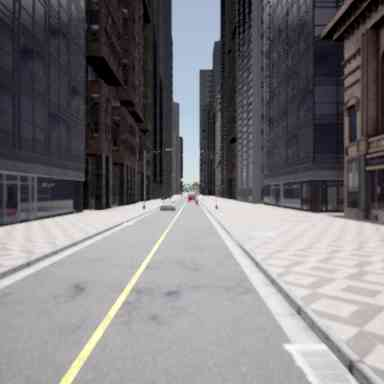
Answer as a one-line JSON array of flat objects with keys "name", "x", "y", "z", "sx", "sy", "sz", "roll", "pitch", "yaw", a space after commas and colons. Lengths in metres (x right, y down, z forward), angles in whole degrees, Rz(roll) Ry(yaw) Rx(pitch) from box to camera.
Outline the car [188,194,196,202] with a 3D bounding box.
[{"name": "car", "x": 0.036, "y": 1.517, "z": 85.271, "sx": 2.150, "sy": 2.045, "sz": 5.566, "roll": 0, "pitch": 0, "yaw": 0}]

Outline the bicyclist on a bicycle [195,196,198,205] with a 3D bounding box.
[{"name": "bicyclist on a bicycle", "x": 0.855, "y": 1.677, "z": 66.435, "sx": 0.582, "sy": 1.620, "sz": 1.656, "roll": 0, "pitch": 0, "yaw": 0}]

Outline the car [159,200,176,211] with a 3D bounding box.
[{"name": "car", "x": -3.068, "y": 1.740, "z": 42.547, "sx": 1.895, "sy": 1.301, "sz": 4.718, "roll": 0, "pitch": 0, "yaw": 0}]

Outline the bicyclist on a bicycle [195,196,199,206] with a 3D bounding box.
[{"name": "bicyclist on a bicycle", "x": 0.845, "y": 1.629, "z": 57.434, "sx": 0.866, "sy": 1.612, "sz": 1.509, "roll": 0, "pitch": 0, "yaw": 0}]
